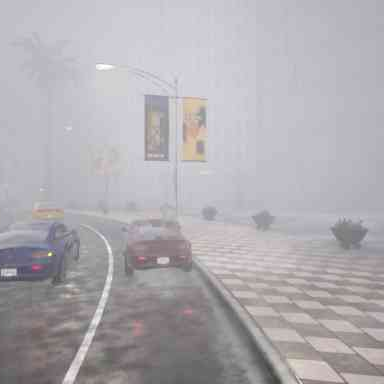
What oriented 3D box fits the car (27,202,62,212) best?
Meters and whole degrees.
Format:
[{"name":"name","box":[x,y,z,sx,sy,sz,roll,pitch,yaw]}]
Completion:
[{"name":"car","box":[-10.858,1.467,24.412,1.882,1.535,5.008,0,0,-32]}]

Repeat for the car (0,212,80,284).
[{"name":"car","box":[-4.294,1.522,9.265,1.812,1.442,4.674,0,0,-11]}]

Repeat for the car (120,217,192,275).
[{"name":"car","box":[-1.227,1.524,10.446,1.812,1.442,4.674,0,0,-13]}]

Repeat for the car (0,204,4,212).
[{"name":"car","box":[-22.726,1.578,36.509,4.718,1.301,1.895,0,0,35]}]
